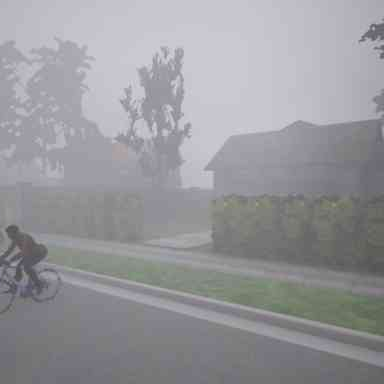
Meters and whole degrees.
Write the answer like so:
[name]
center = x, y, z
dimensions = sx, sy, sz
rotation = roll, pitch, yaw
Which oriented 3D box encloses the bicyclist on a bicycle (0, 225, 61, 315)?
[bicyclist on a bicycle]
center = -3.258, 1.437, 6.353
dimensions = 0.582, 1.620, 1.656
rotation = 0, 1, 35
